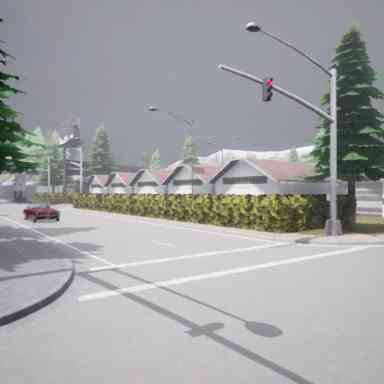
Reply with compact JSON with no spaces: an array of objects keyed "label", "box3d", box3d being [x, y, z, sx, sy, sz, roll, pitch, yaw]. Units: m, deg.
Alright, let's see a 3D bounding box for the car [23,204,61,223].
[{"label":"car","box3d":[-11.673,1.574,25.738,1.895,1.301,4.718,0,0,-36]}]
